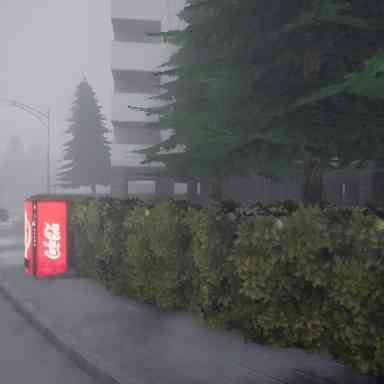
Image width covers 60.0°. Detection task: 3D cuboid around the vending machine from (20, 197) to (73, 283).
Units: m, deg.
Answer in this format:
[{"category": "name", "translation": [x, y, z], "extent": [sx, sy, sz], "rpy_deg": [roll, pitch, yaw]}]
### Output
[{"category": "vending machine", "translation": [-3.881, 1.195, 8.873], "extent": [1.100, 2.100, 0.880], "rpy_deg": [0, 0, -38]}]

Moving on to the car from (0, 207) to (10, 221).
[{"category": "car", "translation": [-14.887, 1.564, 24.310], "extent": [1.994, 1.385, 4.181], "rpy_deg": [0, 0, -13]}]
